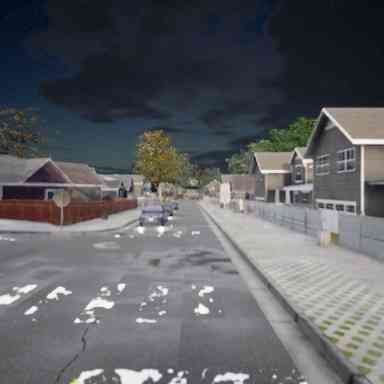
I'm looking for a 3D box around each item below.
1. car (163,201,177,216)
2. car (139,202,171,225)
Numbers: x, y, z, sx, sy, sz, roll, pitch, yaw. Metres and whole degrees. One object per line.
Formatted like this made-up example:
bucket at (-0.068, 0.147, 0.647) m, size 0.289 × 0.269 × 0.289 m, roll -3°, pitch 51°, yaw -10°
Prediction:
car at (-2.960, 1.807, 36.150) m, size 1.837 × 1.490 × 4.892 m, roll 0°, pitch -1°, yaw 0°
car at (-2.927, 1.734, 25.967) m, size 1.812 × 1.442 × 4.674 m, roll 0°, pitch -1°, yaw 0°
